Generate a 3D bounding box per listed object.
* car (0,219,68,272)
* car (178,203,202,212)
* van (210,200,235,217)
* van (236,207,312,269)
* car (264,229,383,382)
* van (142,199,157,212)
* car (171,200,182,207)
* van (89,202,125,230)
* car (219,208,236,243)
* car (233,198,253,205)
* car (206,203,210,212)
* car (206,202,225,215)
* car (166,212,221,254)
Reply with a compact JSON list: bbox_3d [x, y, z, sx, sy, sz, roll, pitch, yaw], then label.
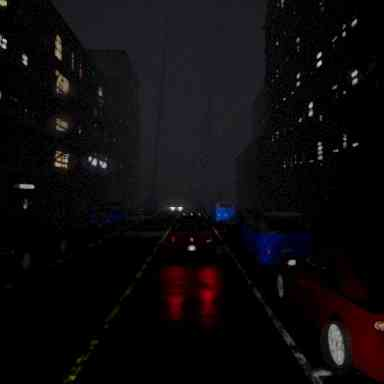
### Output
[{"bbox_3d":[-5.687,1.653,11.235,1.887,1.381,4.507,0,-1,0],"label":"car"},{"bbox_3d":[-0.004,1.887,29.113,1.895,1.301,4.718,0,-1,0],"label":"car"},{"bbox_3d":[2.691,1.619,28.224,1.690,1.788,3.998,0,-1,0],"label":"van"},{"bbox_3d":[2.694,1.450,11.238,1.690,1.788,3.998,0,-1,0],"label":"van"},{"bbox_3d":[2.695,1.599,5.575,1.887,1.381,4.507,0,-1,0],"label":"car"},{"bbox_3d":[-5.693,1.795,45.206,1.690,1.788,3.998,0,-1,0],"label":"van"},{"bbox_3d":[-3.028,2.277,65.544,1.895,1.301,4.718,0,-1,0],"label":"car"},{"bbox_3d":[-5.688,1.561,22.560,1.690,1.788,3.998,0,-1,0],"label":"van"},{"bbox_3d":[2.692,1.730,16.897,1.947,1.339,4.313,0,-1,0],"label":"car"},{"bbox_3d":[13.451,2.530,87.932,5.009,1.841,2.192,1,-2,-1],"label":"car"},{"bbox_3d":[2.689,1.901,33.883,1.947,1.339,4.313,0,-1,0],"label":"car"},{"bbox_3d":[2.687,1.960,39.545,1.947,1.339,4.313,0,-1,0],"label":"car"},{"bbox_3d":[-0.001,1.737,14.114,1.895,1.301,4.718,0,-1,0],"label":"car"}]
